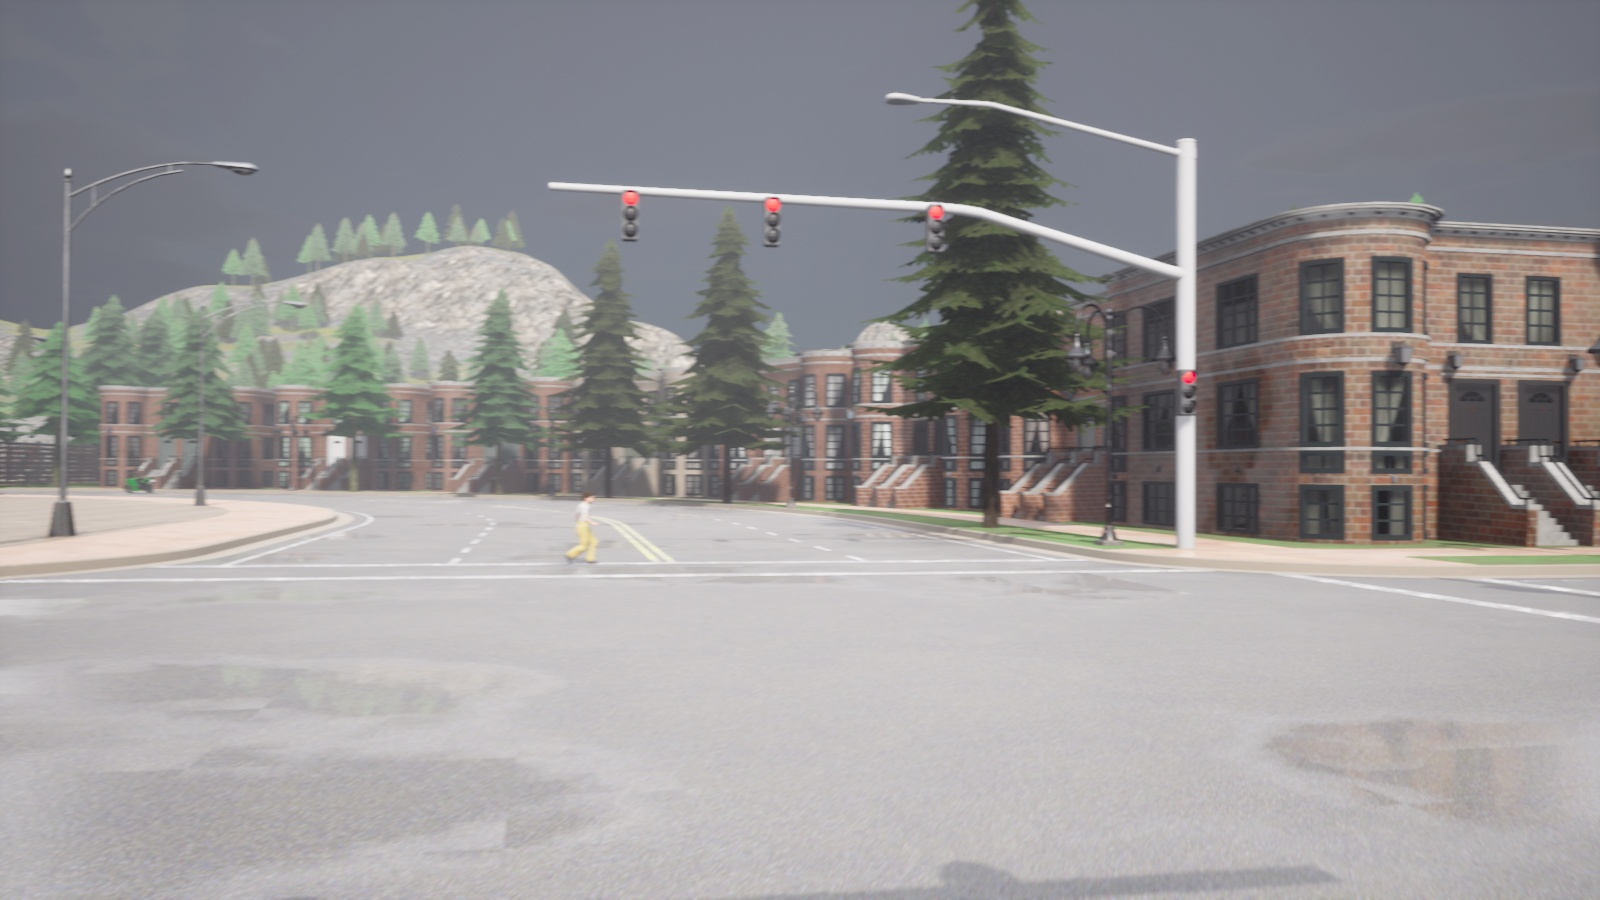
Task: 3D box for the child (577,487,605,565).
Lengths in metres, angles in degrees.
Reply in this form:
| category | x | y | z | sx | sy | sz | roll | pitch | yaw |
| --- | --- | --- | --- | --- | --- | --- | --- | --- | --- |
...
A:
| category | x | y | z | sx | sy | sz | roll | pitch | yaw |
| --- | --- | --- | --- | --- | --- | --- | --- | --- | --- |
| child | -3.437 | 1.238 | 20.654 | 0.437 | 1.263 | 0.270 | 0 | -1 | -9 |

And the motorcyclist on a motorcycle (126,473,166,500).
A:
| category | x | y | z | sx | sy | sz | roll | pitch | yaw |
| --- | --- | --- | --- | --- | --- | --- | --- | --- | --- |
| motorcyclist on a motorcycle | -37.595 | 2.075 | 72.235 | 2.044 | 1.523 | 0.797 | 0 | -1 | 15 |
